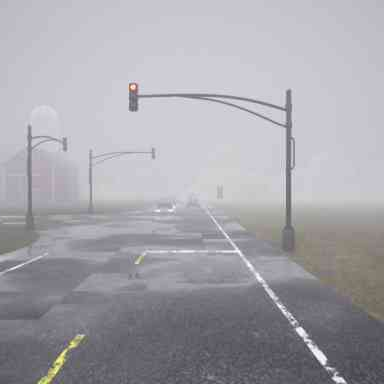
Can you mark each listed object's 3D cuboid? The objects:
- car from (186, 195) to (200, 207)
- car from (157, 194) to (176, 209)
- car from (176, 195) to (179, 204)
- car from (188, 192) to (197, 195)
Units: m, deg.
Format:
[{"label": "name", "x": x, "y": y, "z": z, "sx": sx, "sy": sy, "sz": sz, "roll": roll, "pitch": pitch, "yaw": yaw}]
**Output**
[{"label": "car", "x": 0.156, "y": 1.507, "z": 49.616, "sx": 2.033, "sy": 1.411, "sz": 5.357, "roll": 0, "pitch": 0, "yaw": 0}, {"label": "car", "x": -3.572, "y": 1.444, "z": 45.088, "sx": 1.882, "sy": 1.535, "sz": 5.008, "roll": 0, "pitch": 0, "yaw": 0}, {"label": "car", "x": -3.559, "y": 1.516, "z": 54.982, "sx": 1.994, "sy": 1.385, "sz": 4.181, "roll": 0, "pitch": 0, "yaw": 0}, {"label": "car", "x": 0.057, "y": 1.112, "z": 87.388, "sx": 2.150, "sy": 2.045, "sz": 5.566, "roll": 0, "pitch": 0, "yaw": 0}]
